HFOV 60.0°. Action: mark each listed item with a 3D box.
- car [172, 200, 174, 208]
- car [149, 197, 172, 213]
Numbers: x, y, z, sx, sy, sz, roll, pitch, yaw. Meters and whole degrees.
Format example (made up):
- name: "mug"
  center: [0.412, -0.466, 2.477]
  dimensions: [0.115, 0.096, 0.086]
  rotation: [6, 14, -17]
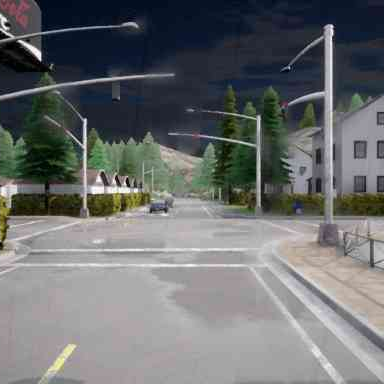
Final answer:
- name: "car"
  center: [-3.591, 1.505, 47.085]
  dimensions: [1.837, 1.490, 4.892]
  rotation: [0, 0, 0]
- name: "car"
  center: [-3.597, 1.526, 37.117]
  dimensions: [1.812, 1.442, 4.674]
  rotation: [0, 0, 0]
